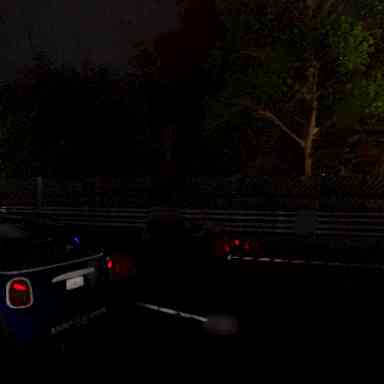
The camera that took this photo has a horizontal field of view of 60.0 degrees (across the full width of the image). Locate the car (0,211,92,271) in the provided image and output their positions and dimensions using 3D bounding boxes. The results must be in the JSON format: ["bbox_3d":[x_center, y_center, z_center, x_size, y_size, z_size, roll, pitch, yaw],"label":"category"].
[{"bbox_3d":[-5.744,1.500,11.298,4.674,1.442,1.812,0,0,31],"label":"car"}]

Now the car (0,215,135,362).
[{"bbox_3d":[-3.502,1.339,5.963,4.553,1.767,2.097,0,0,32],"label":"car"}]

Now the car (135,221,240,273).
[{"bbox_3d":[-1.004,1.573,10.302,4.718,1.301,1.895,0,0,19],"label":"car"}]
